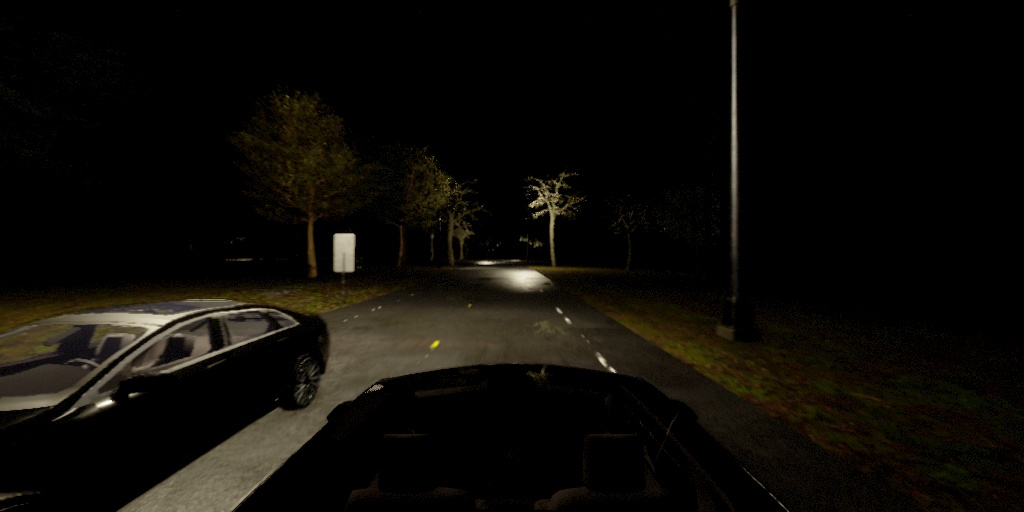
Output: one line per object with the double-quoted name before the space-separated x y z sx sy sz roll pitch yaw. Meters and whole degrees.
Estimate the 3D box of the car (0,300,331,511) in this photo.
"car" -3.597 1.247 3.338 2.128 1.511 4.902 0 0 0
